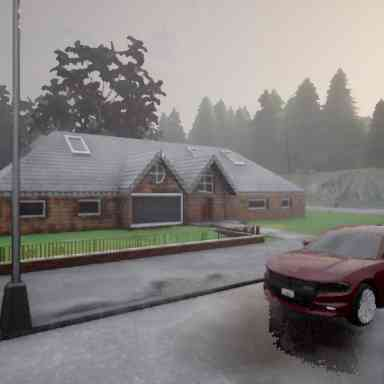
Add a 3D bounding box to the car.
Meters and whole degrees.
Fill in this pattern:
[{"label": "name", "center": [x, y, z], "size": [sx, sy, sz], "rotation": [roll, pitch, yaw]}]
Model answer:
[{"label": "car", "center": [3.704, 1.487, 7.247], "size": [5.008, 1.535, 1.882], "rotation": [0, 0, -35]}]
